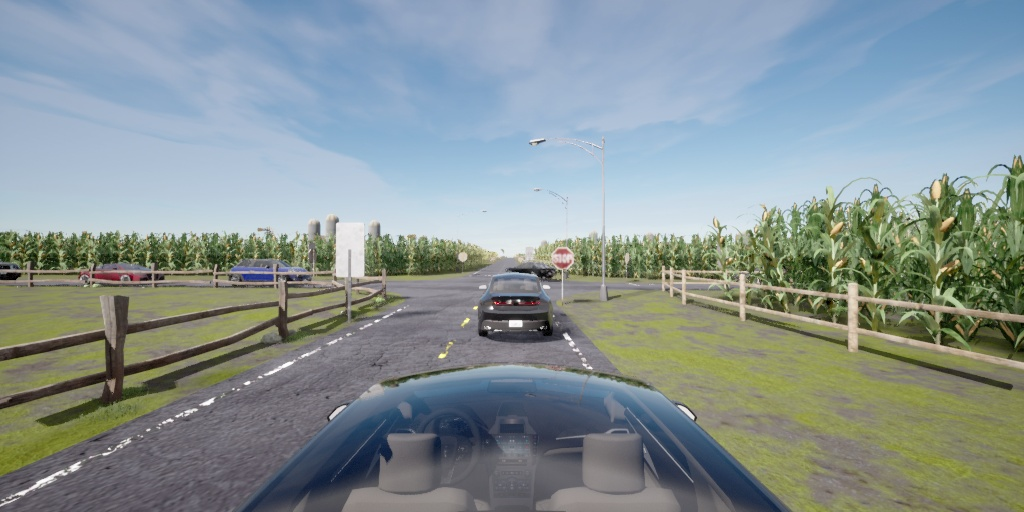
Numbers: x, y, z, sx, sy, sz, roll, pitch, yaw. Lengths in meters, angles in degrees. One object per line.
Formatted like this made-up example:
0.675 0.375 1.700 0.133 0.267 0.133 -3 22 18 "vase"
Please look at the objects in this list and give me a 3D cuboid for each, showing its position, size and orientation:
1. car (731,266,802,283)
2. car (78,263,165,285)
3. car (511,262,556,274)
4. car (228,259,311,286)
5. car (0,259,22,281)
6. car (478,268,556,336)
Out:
18.566 1.400 26.147 4.892 1.490 1.837 1 -1 1 "car"
-25.508 1.161 23.521 4.181 1.385 1.994 0 -1 1 "car"
1.472 1.234 30.491 1.882 1.535 5.008 -2 2 -40 "car"
-15.670 1.002 23.395 4.553 1.767 2.097 0 -1 2 "car"
-36.107 0.765 23.608 5.566 2.045 2.150 0 -1 1 "car"
0.078 1.255 10.369 1.837 1.490 4.892 0 0 0 "car"
